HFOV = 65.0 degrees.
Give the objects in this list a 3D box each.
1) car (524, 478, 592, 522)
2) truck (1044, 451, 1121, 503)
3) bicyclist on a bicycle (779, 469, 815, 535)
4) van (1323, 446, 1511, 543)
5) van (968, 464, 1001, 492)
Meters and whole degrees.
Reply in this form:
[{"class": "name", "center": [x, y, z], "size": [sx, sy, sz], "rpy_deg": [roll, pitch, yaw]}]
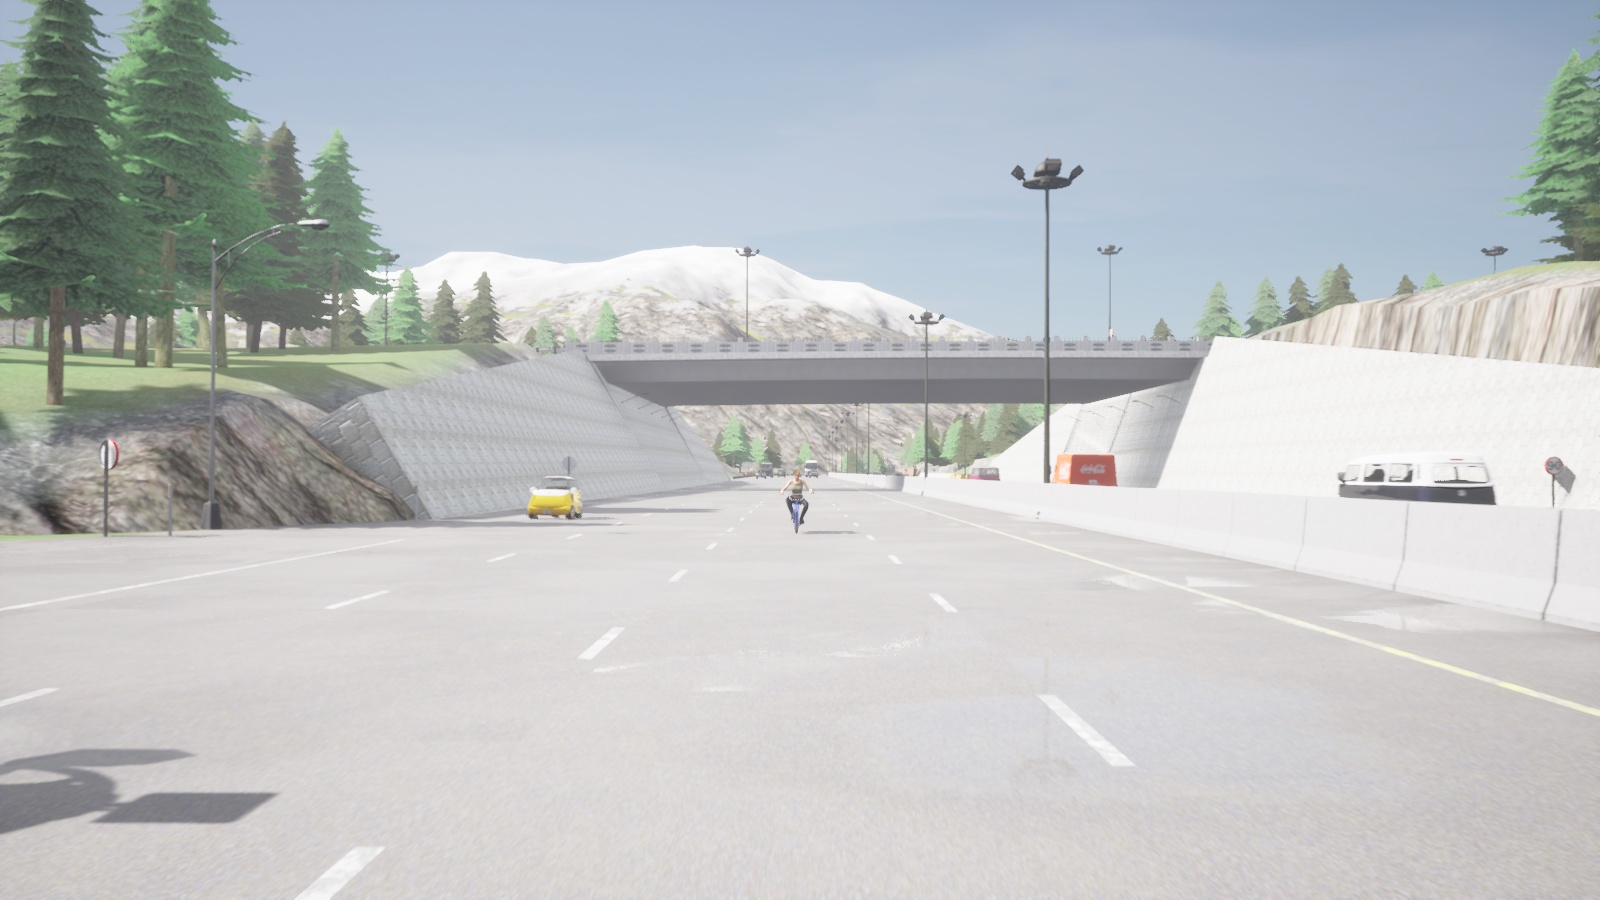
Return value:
[{"class": "car", "center": [-7.674, 1.570, 39.930], "size": [1.481, 1.376, 2.207], "rpy_deg": [0, -1, 8]}, {"class": "truck", "center": [13.848, 1.315, 61.950], "size": [2.627, 2.467, 5.204], "rpy_deg": [0, -1, 0]}, {"class": "bicyclist on a bicycle", "center": [-0.073, 1.277, 31.363], "size": [0.866, 1.612, 1.509], "rpy_deg": [0, -1, 0]}, {"class": "van", "center": [13.929, 0.965, 28.685], "size": [2.069, 2.038, 4.480], "rpy_deg": [0, -1, 0]}, {"class": "van", "center": [13.771, 2.085, 93.810], "size": [1.775, 1.987, 4.442], "rpy_deg": [0, -1, 0]}]
